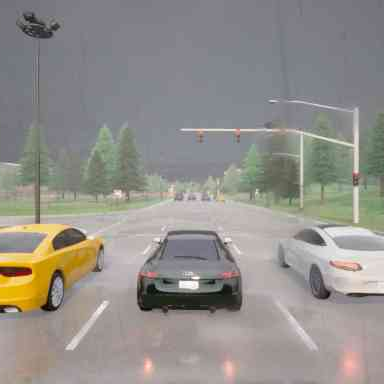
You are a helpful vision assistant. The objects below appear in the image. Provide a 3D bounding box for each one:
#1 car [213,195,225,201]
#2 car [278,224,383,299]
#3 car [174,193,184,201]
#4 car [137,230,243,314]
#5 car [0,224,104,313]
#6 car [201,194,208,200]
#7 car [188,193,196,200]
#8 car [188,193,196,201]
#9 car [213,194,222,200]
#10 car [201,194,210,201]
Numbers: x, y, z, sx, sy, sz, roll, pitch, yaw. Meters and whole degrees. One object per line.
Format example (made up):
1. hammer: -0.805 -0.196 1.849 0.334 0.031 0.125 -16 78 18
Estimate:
1. car: 7.005 1.469 81.691 1.882 1.535 5.008 0 0 0
2. car: 3.519 1.526 8.305 1.812 1.442 4.674 0 0 1
3. car: -3.495 1.587 82.138 1.895 1.301 4.718 0 0 0
4. car: 0.002 1.564 7.732 1.994 1.385 4.181 0 0 2
5. car: -3.487 1.478 7.761 1.882 1.535 5.008 0 0 0
6. car: 3.506 1.332 92.111 1.837 1.490 4.892 0 0 0
7. car: 0.006 1.187 92.081 2.097 1.767 4.553 0 0 0
8. car: 0.005 1.347 82.078 2.097 1.767 4.553 0 0 0
9. car: 7.006 1.385 92.111 1.994 1.385 4.181 0 0 0
10. car: 3.505 1.545 82.108 1.994 1.385 4.181 0 0 0
